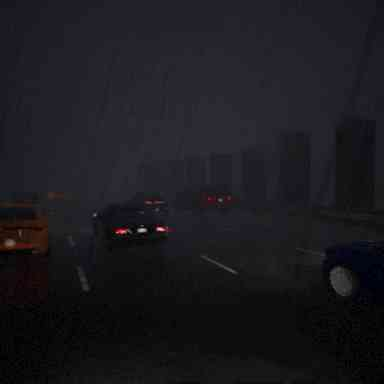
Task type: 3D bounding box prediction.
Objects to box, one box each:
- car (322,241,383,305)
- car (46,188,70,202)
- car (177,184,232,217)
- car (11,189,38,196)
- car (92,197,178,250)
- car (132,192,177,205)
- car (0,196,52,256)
[{"bbox_3d":[4.304,1.326,5.163,1.882,1.535,5.008,-1,2,-22],"label":"car"},{"bbox_3d":[-14.500,0.272,35.856,1.882,1.535,5.008,-1,2,-30],"label":"car"},{"bbox_3d":[0.564,0.502,22.516,2.150,2.045,5.566,-1,2,-25],"label":"car"},{"bbox_3d":[-14.109,0.518,28.148,1.882,1.535,5.008,-1,2,-29],"label":"car"},{"bbox_3d":[-2.513,1.137,12.400,2.033,1.411,5.357,-1,2,-23],"label":"car"},{"bbox_3d":[-3.116,0.771,22.069,2.128,1.511,4.902,-1,2,-26],"label":"car"},{"bbox_3d":[-5.686,1.102,10.891,1.882,1.535,5.008,-1,2,-23],"label":"car"}]
